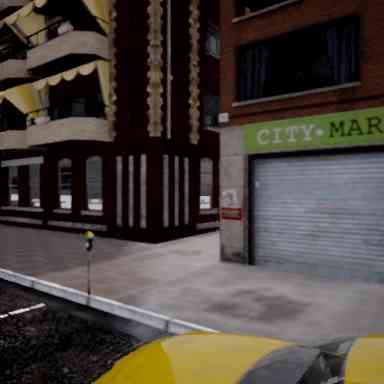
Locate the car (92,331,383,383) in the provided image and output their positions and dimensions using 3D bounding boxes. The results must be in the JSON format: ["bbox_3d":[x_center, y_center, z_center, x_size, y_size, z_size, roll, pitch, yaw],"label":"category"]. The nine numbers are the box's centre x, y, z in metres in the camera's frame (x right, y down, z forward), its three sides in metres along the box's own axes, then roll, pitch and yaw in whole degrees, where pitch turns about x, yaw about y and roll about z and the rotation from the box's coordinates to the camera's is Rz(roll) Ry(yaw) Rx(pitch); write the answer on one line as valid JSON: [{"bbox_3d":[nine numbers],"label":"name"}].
[{"bbox_3d":[1.301,1.526,1.948,4.829,1.417,1.752,0,0,35],"label":"car"}]
